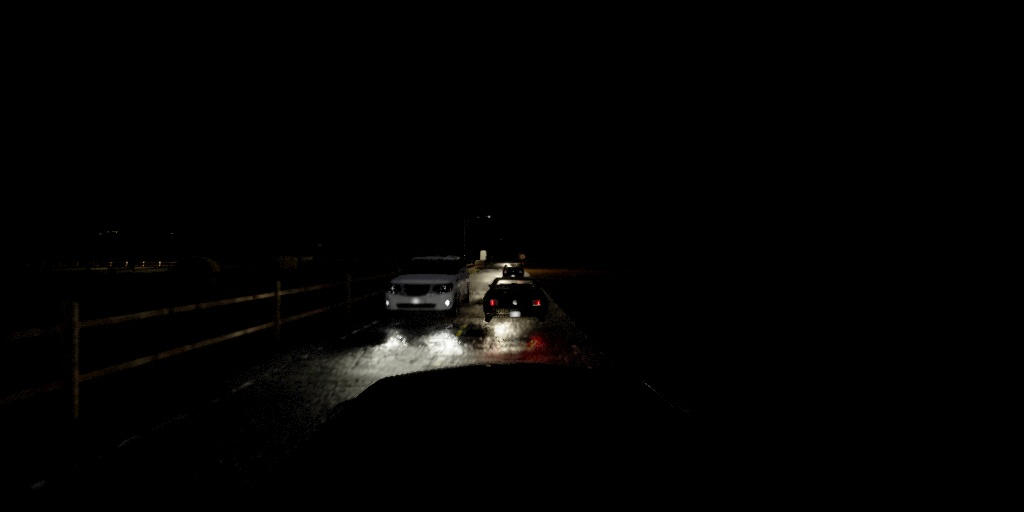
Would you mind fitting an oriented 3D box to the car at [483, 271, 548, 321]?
[{"bbox_3d":[0.094,1.357,12.394,1.895,1.301,4.718,0,0,0],"label":"car"}]

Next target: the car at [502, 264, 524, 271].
[{"bbox_3d":[0.088,1.375,32.163,1.895,1.301,4.718,0,0,0],"label":"car"}]

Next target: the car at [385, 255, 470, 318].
[{"bbox_3d":[-2.852,0.978,13.382,2.150,2.045,5.566,0,0,0],"label":"car"}]
